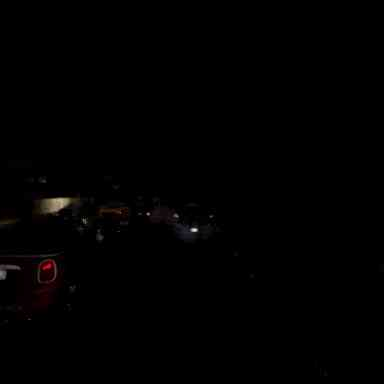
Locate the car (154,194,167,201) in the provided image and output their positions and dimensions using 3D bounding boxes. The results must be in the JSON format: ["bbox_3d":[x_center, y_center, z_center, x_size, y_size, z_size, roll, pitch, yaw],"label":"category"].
[{"bbox_3d":[-6.474,1.537,69.175,2.150,2.045,5.566,0,0,0],"label":"car"}]

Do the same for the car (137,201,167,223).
[{"bbox_3d":[-3.146,1.670,26.533,2.033,1.411,5.357,0,0,0],"label":"car"}]

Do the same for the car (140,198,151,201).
[{"bbox_3d":[-9.724,1.865,69.205,1.994,1.385,4.181,0,0,0],"label":"car"}]

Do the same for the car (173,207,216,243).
[{"bbox_3d":[0.103,1.638,16.437,1.994,1.385,4.181,0,0,0],"label":"car"}]

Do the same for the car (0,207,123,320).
[{"bbox_3d":[-3.168,1.385,7.563,2.097,1.767,4.553,0,0,0],"label":"car"}]

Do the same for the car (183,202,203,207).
[{"bbox_3d":[0.110,1.678,32.395,1.812,1.442,4.674,0,0,0],"label":"car"}]

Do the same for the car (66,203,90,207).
[{"bbox_3d":[-9.839,1.680,28.408,2.033,1.411,5.357,0,0,0],"label":"car"}]

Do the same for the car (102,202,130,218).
[{"bbox_3d":[-6.588,1.611,28.669,1.882,1.535,5.008,0,0,0],"label":"car"}]
